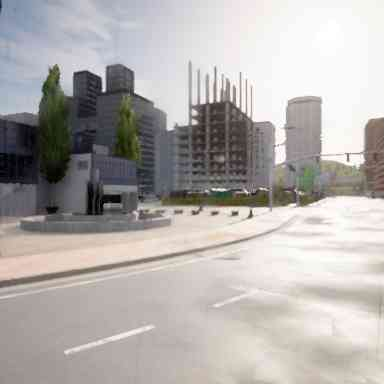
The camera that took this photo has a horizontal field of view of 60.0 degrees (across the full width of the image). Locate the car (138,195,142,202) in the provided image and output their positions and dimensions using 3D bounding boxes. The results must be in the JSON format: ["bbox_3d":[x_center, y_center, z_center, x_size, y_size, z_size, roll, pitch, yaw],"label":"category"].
[{"bbox_3d":[-12.302,1.763,81.510,1.905,1.878,3.866,0,0,24],"label":"car"}]

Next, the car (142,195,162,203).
[{"bbox_3d":[-9.656,1.983,80.330,1.970,1.475,3.806,0,0,24],"label":"car"}]
